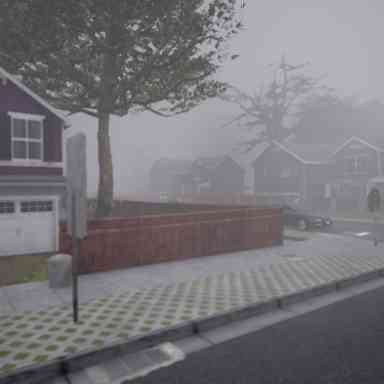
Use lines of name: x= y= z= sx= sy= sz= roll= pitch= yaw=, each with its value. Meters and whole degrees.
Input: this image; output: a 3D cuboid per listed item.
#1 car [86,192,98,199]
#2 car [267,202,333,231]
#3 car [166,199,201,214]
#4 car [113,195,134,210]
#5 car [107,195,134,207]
car: x=-16.455 y=0.973 z=55.774 sx=2.150 sy=2.045 sz=5.566 roll=-1 pitch=1 yaw=-36
car: x=6.024 y=1.415 z=20.040 sx=1.837 sy=1.490 sz=4.892 roll=-1 pitch=1 yaw=-34
car: x=-0.782 y=1.341 z=29.491 sx=1.882 sy=1.535 sz=5.008 roll=-1 pitch=1 yaw=-36
car: x=-8.251 y=1.331 z=39.745 sx=1.837 sy=1.490 sz=4.892 roll=-1 pitch=0 yaw=-36
car: x=-10.221 y=1.246 z=47.320 sx=1.882 sy=1.535 sz=5.008 roll=-1 pitch=1 yaw=-35
